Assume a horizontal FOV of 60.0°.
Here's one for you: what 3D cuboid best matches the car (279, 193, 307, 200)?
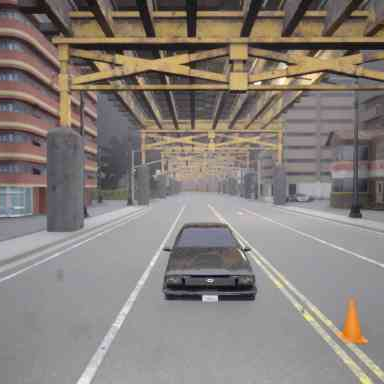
[{"bbox_3d":[17.878,0.802,58.946,4.536,1.218,1.853,0,1,25],"label":"car"}]

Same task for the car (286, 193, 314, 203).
[{"bbox_3d":[17.481,1.006,54.813,4.974,1.542,2.038,0,1,-20],"label":"car"}]

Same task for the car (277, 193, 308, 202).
[{"bbox_3d":[17.830,0.959,58.970,4.974,1.542,2.038,0,1,25],"label":"car"}]

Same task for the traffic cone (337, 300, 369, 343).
[{"bbox_3d":[2.455,1.949,5.097,0.340,0.580,0.340,0,0,0],"label":"traffic cone"}]

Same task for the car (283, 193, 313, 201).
[{"bbox_3d":[17.530,0.849,54.829,4.536,1.218,1.853,0,1,-20],"label":"car"}]

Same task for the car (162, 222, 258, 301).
[{"bbox_3d":[0.364,1.533,8.705,2.033,1.411,5.357,0,0,1],"label":"car"}]
